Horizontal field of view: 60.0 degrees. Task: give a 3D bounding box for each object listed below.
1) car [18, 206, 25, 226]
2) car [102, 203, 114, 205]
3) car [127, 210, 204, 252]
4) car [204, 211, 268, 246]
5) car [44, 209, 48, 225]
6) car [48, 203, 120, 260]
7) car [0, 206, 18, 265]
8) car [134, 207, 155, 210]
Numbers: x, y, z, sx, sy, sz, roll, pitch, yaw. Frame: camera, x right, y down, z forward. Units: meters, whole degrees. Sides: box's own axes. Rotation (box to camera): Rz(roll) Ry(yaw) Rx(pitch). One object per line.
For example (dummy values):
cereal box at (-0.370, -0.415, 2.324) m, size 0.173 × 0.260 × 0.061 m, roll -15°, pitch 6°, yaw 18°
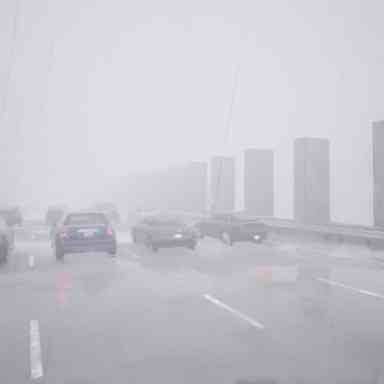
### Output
car at (-14.000, 1.780, 25.522) m, size 2.128 × 1.511 × 4.902 m, roll 0°, pitch -1°, yaw -25°
car at (-7.619, 1.679, 28.403) m, size 2.097 × 1.767 × 4.553 m, roll 0°, pitch -1°, yaw -25°
car at (-1.388, 1.742, 15.077) m, size 1.994 × 1.385 × 4.181 m, roll 0°, pitch -1°, yaw -25°
car at (1.783, 1.706, 16.562) m, size 1.837 × 1.490 × 4.892 m, roll 0°, pitch 0°, yaw -25°
car at (-11.129, 1.793, 27.664) m, size 1.882 × 1.535 × 5.008 m, roll 0°, pitch 0°, yaw -24°
car at (-4.486, 1.506, 13.450) m, size 2.097 × 1.767 × 4.553 m, roll 0°, pitch -1°, yaw -25°
car at (-7.639, 1.485, 11.931) m, size 2.097 × 1.767 × 4.553 m, roll 0°, pitch -1°, yaw -25°
car at (-4.374, 1.948, 29.714) m, size 1.895 × 1.301 × 4.718 m, roll 0°, pitch -1°, yaw -25°
